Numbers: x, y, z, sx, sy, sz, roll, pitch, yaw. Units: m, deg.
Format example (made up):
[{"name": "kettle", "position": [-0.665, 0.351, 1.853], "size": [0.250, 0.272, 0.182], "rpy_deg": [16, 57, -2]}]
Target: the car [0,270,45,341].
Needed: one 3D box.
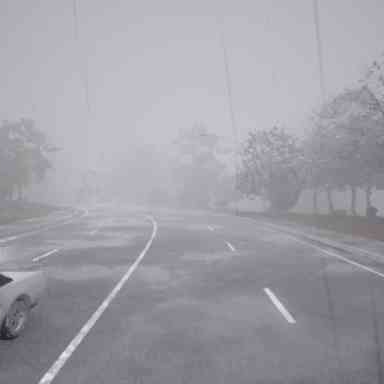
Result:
[{"name": "car", "position": [-3.583, 1.615, 3.772], "size": [1.895, 1.301, 4.718], "rpy_deg": [0, 0, 0]}]
